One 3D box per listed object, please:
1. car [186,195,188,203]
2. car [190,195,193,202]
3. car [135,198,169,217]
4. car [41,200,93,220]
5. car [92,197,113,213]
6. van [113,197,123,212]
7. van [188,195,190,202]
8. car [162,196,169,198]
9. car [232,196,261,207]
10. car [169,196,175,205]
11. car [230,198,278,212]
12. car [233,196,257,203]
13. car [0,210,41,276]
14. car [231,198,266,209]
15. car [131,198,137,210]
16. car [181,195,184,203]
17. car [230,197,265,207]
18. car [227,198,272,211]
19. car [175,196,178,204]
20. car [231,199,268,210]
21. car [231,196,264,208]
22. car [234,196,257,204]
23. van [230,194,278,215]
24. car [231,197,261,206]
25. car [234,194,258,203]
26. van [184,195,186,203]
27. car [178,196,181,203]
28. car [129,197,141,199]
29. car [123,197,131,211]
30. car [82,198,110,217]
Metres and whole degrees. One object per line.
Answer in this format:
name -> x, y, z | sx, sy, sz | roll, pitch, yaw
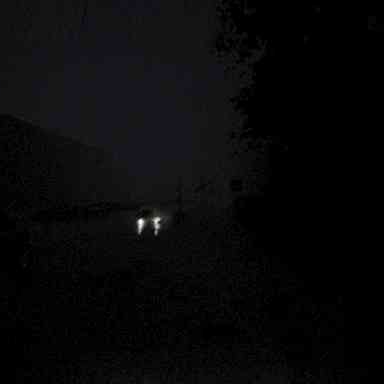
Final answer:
car -> -4.191, 2.247, 87.883 | 4.792, 1.488, 2.163 | -2, 0, -10
car -> -3.080, 2.258, 93.813 | 5.008, 1.535, 2.097 | -2, -1, -10
car -> -3.900, 1.659, 33.372 | 1.882, 1.535, 5.008 | -1, 0, 5
car -> -12.085, 1.795, 31.131 | 4.792, 1.488, 2.163 | -1, 0, -16
car -> -11.424, 1.685, 37.085 | 4.553, 1.767, 2.185 | -1, -1, -15
van -> -10.998, 1.608, 40.132 | 4.442, 1.987, 1.878 | -1, -1, -15
van -> -3.514, 2.009, 90.881 | 4.442, 1.987, 1.878 | -2, -1, -10
car -> -7.710, 2.060, 67.067 | 5.008, 1.535, 2.097 | -2, 0, -12
car -> 9.382, 1.575, 57.540 | 4.553, 1.767, 2.185 | 0, 0, -12
car -> -6.745, 1.981, 73.038 | 4.553, 1.767, 2.185 | -2, 0, -11
car -> 7.450, 1.560, 39.938 | 5.366, 1.575, 1.946 | 0, -1, -14
car -> 12.896, 1.865, 80.918 | 5.366, 1.575, 1.946 | 0, 0, -10
car -> -5.465, 1.266, 7.151 | 2.097, 1.767, 4.553 | 1, 1, 2
car -> 8.228, 1.673, 48.724 | 4.674, 1.452, 2.002 | 0, -1, -13
car -> -10.469, 1.928, 46.102 | 4.674, 1.452, 2.002 | -1, 0, -14
car -> -5.415, 2.176, 81.923 | 5.366, 1.575, 1.946 | -2, 0, -10
car -> 9.141, 1.675, 54.644 | 5.366, 1.575, 1.946 | 0, -1, -12
car -> 7.396, 1.583, 42.789 | 5.366, 1.575, 1.946 | 0, 0, -14
car -> -6.256, 2.131, 76.016 | 4.892, 1.521, 2.231 | -2, 0, -10
car -> 7.892, 1.650, 45.782 | 4.674, 1.452, 2.002 | 0, -1, -13
car -> 8.556, 1.530, 51.660 | 4.553, 1.767, 2.185 | 0, -1, -13
car -> 12.025, 1.701, 75.103 | 4.553, 1.767, 2.185 | 0, -1, -10
van -> 6.603, 1.289, 33.966 | 4.442, 1.987, 1.878 | 0, 0, -15
car -> 9.752, 1.721, 60.471 | 5.008, 1.535, 2.097 | 0, -1, -12
car -> 13.629, 1.636, 83.890 | 5.566, 2.045, 2.435 | 0, -1, -10
van -> -4.594, 1.967, 84.954 | 4.442, 1.987, 1.878 | -2, -1, -10
car -> -5.766, 2.152, 78.995 | 5.008, 1.535, 2.097 | -2, -1, -10
car -> -10.135, 1.954, 49.108 | 4.674, 1.452, 2.002 | -2, -1, -14
car -> -10.805, 1.864, 43.103 | 4.892, 1.521, 2.231 | -2, -1, -14
car -> -11.479, 1.776, 34.131 | 5.366, 1.575, 1.946 | -1, -1, -15
